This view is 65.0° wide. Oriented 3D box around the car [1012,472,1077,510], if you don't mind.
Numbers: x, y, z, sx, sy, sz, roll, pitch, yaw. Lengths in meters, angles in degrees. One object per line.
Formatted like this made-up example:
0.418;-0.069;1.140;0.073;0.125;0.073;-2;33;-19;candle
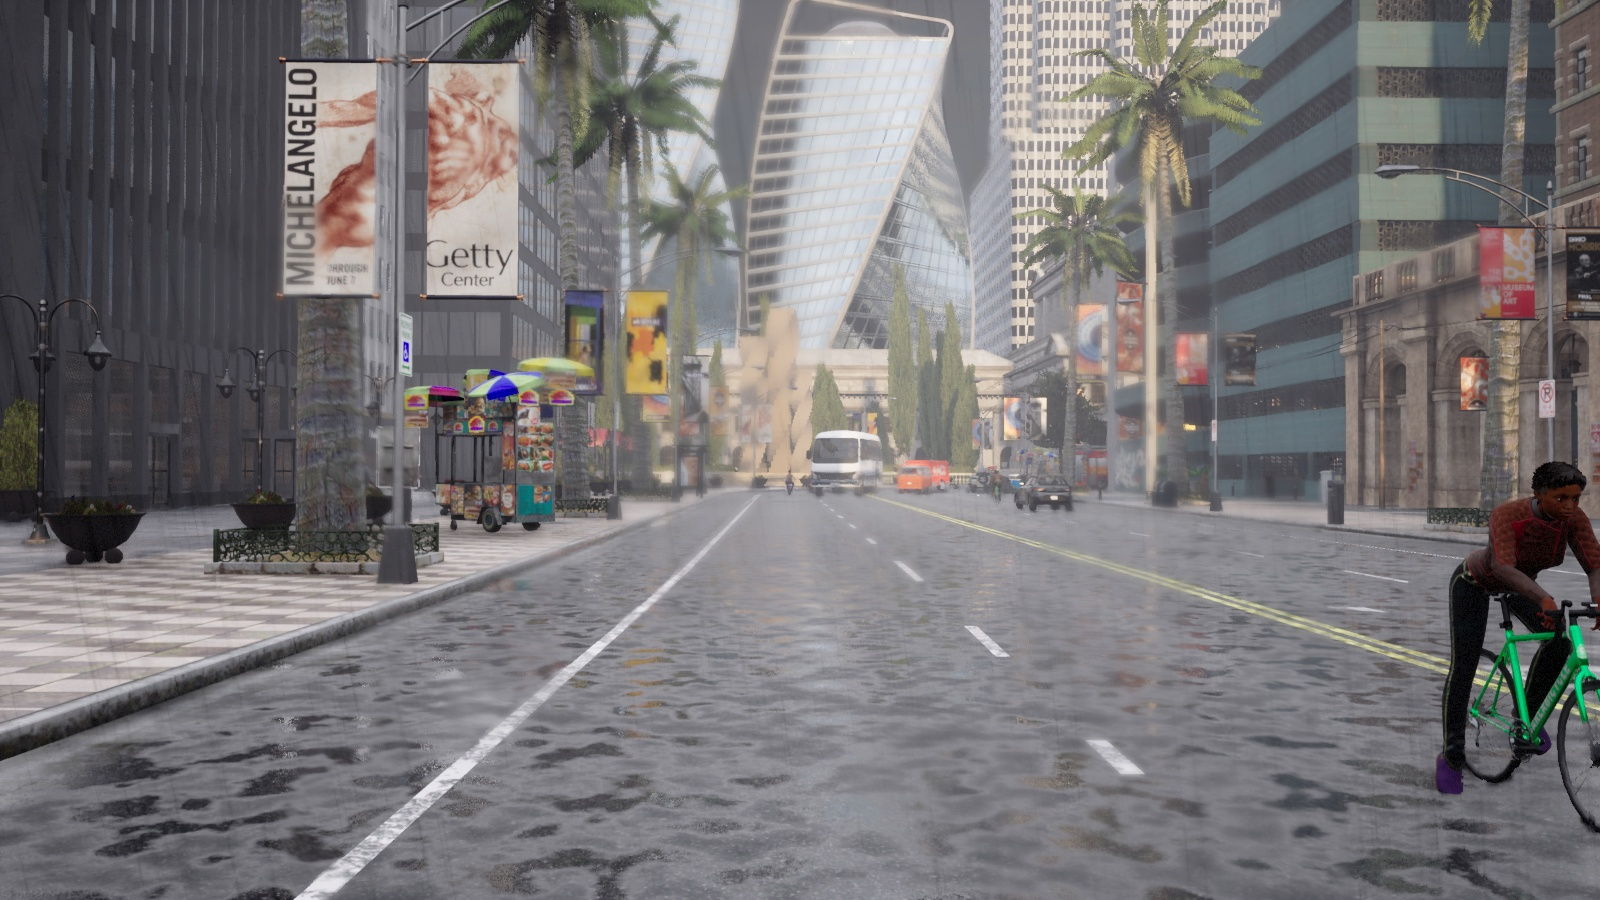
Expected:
10.044;1.657;51.852;1.816;1.474;4.193;0;-1;-1;car

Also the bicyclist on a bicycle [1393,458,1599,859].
3.486;0.853;5.915;0.582;1.620;1.656;0;-1;0;bicyclist on a bicycle

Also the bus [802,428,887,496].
3.190;0.847;84.854;3.944;4.253;10.273;-1;-1;12;bus

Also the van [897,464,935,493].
8.439;2.058;91.029;1.775;1.987;4.442;-1;-1;18;van

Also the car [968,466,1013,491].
14.609;2.181;95.991;1.932;1.855;4.605;-1;-1;29;car
